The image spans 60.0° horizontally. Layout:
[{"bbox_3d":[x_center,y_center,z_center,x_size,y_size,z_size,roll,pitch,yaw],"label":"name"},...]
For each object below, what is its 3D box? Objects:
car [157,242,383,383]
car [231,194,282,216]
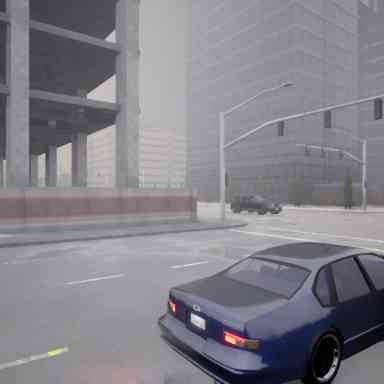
[{"bbox_3d":[2.123,1.547,5.303,5.357,1.411,2.033,0,0,-35],"label":"car"},{"bbox_3d":[6.248,1.223,32.996,2.150,2.045,5.566,0,0,-36],"label":"car"}]
